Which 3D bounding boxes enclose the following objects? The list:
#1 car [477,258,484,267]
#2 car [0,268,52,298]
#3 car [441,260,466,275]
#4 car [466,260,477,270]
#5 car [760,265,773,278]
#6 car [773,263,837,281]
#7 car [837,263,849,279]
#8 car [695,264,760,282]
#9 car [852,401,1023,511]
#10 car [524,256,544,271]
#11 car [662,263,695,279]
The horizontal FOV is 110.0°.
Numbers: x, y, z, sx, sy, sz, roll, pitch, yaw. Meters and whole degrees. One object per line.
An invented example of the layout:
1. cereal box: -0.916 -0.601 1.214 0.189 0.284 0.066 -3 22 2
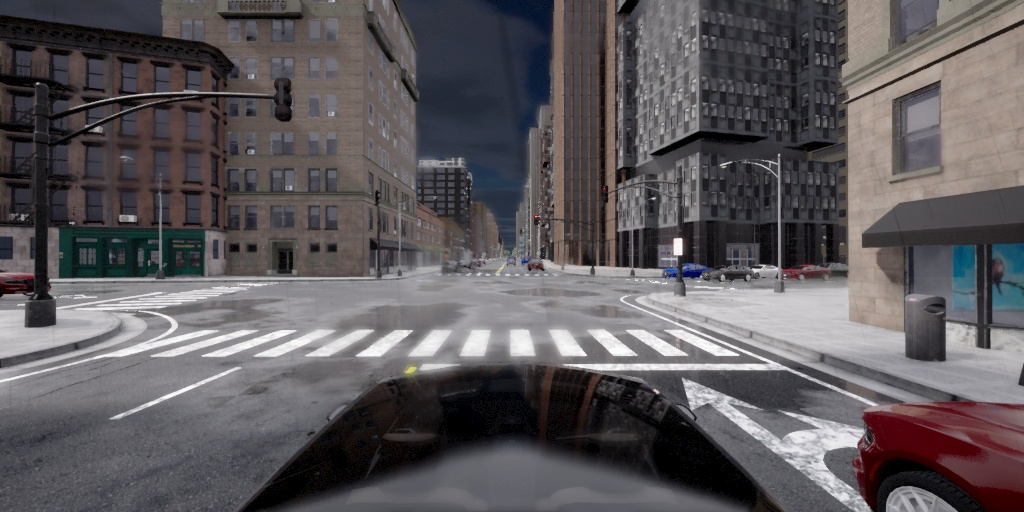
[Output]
1. car: -6.669 1.325 64.393 1.994 1.385 4.181 0 0 1
2. car: -22.335 0.962 14.471 5.008 1.535 1.882 1 0 -17
3. car: -6.658 1.261 39.916 1.837 1.490 4.892 0 0 0
4. car: -6.674 1.266 52.209 1.837 1.490 4.892 0 -1 0
5. car: 25.995 1.639 37.400 4.674 1.442 1.812 1 0 -15
6. car: 28.317 1.593 34.659 5.008 1.535 1.882 1 0 -15
7. car: 35.003 1.570 39.685 4.553 1.767 2.097 1 0 -13
8. car: 19.267 1.514 32.084 4.892 1.490 1.837 1 0 -17
9. car: 3.353 1.227 0.450 1.882 1.535 5.008 0 0 0
10. car: 3.247 1.111 50.300 2.097 1.767 4.553 0 0 0
11. car: 17.014 1.486 34.826 5.008 1.535 1.882 1 0 -16
